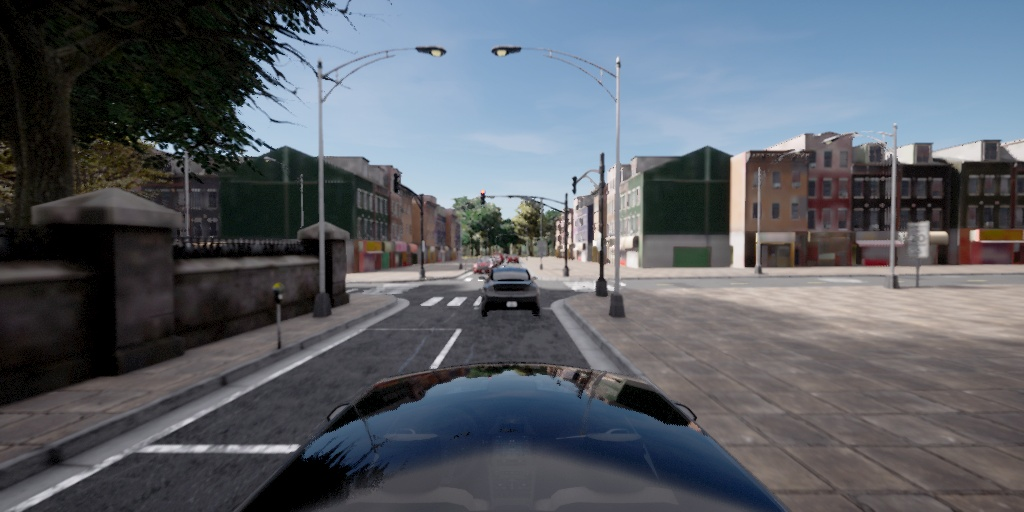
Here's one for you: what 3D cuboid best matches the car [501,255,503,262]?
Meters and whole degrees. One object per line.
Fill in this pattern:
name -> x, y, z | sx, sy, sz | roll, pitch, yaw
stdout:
car -> -2.523, 0.848, 44.656 | 1.948, 1.339, 4.313 | 0, 0, 0

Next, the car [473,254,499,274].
car -> -2.552, 0.834, 33.788 | 1.967, 1.591, 4.097 | 0, 0, 0

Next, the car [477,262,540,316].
car -> -0.131, 1.127, 12.778 | 1.837, 1.490, 4.892 | 0, 1, -3

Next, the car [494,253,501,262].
car -> -2.538, 0.777, 39.222 | 1.967, 1.591, 4.097 | 0, 0, 0

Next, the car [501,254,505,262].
car -> -2.494, 0.719, 55.525 | 1.888, 1.381, 4.507 | 0, 0, 0

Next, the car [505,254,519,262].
car -> 0.222, 0.440, 64.402 | 2.097, 1.767, 4.553 | 0, 1, 1
